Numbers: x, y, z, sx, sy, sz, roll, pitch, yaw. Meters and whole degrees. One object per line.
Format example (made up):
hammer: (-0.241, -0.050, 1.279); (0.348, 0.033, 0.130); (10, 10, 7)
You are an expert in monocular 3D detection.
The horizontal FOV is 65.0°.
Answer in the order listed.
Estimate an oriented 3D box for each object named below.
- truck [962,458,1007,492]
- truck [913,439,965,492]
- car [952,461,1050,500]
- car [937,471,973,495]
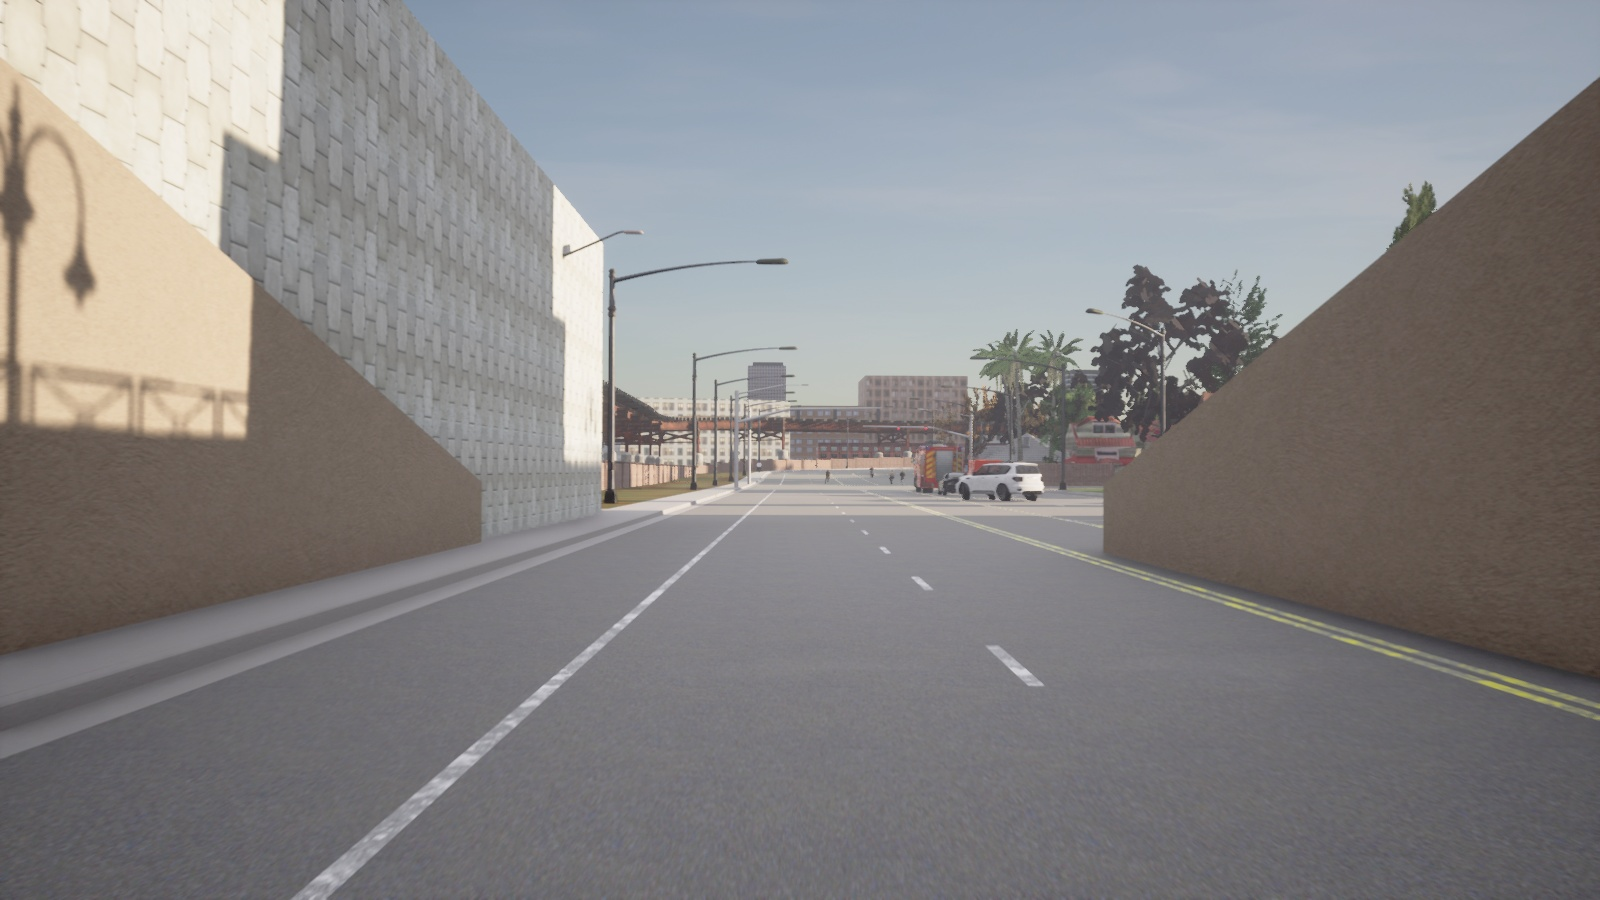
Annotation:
truck: (13.759, 1.851, 94.006); (2.627, 2.467, 5.204); (0, -1, 0)
truck: (10.257, 1.177, 93.662); (2.891, 3.827, 8.468); (0, -1, 0)
car: (10.784, 1.626, 67.837); (2.150, 2.045, 5.566); (0, -1, -30)
car: (10.284, 2.178, 83.617); (1.837, 1.490, 4.892); (0, -1, 0)
